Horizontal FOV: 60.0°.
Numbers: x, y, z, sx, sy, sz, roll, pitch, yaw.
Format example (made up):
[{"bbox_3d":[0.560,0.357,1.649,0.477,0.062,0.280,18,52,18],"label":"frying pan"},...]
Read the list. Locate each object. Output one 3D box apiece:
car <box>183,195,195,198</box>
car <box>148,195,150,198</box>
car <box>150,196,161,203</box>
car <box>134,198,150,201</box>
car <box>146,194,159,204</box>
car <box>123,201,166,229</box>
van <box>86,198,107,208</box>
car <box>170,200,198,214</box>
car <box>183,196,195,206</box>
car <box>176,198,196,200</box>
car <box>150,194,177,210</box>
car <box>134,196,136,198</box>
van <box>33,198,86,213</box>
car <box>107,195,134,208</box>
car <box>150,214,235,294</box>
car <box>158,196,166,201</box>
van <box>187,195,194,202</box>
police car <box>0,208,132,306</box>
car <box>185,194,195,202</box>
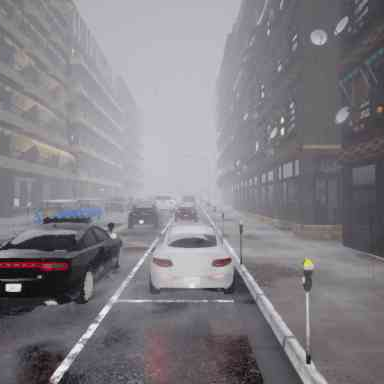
[{"bbox_3d":[-0.427,1.490,37.286,1.967,1.590,4.097,1,0,0],"label":"car"},{"bbox_3d":[-8.319,1.660,53.938,1.947,1.339,4.313,1,0,0],"label":"car"},{"bbox_3d":[-8.321,1.725,76.059,1.887,1.381,4.507,1,0,0],"label":"car"},{"bbox_3d":[-5.835,1.656,39.655,1.895,1.301,4.718,0,0,0],"label":"car"},{"bbox_3d":[-8.315,1.471,70.528,2.192,1.841,5.009,1,0,0],"label":"car"},{"bbox_3d":[-2.953,1.520,21.660,1.837,1.490,4.892,0,-1,-1],"label":"car"},{"bbox_3d":[-8.313,1.368,26.285,1.690,1.788,3.998,1,0,0],"label":"van"},{"bbox_3d":[-0.437,1.572,26.224,1.887,1.381,4.507,1,0,0],"label":"car"},{"bbox_3d":[-0.471,1.553,59.411,1.967,1.590,4.097,1,0,0],"label":"car"},{"bbox_3d":[-0.437,1.582,31.754,1.887,1.381,4.507,1,0,0],"label":"car"},{"bbox_3d":[-2.957,1.273,36.775,2.150,2.045,5.566,0,0,0],"label":"car"},{"bbox_3d":[-8.312,1.379,42.876,2.192,1.841,5.009,1,0,0],"label":"car"},{"bbox_3d":[-8.311,1.359,20.753,1.690,1.788,3.998,2,0,0],"label":"van"},{"bbox_3d":[-8.312,1.365,37.346,2.192,1.841,5.009,1,0,0],"label":"car"},{"bbox_3d":[0.003,1.531,8.653,1.812,1.442,4.674,0,0,0],"label":"car"},{"bbox_3d":[-8.323,1.847,92.652,1.802,1.307,4.206,1,0,0],"label":"car"},{"bbox_3d":[-0.471,1.575,87.068,1.690,1.788,3.998,1,0,0],"label":"van"},{"bbox_3d":[-3.020,1.430,8.238,1.930,1.638,5.238,0,0,0],"label":"police car"},{"bbox_3d":[-0.470,1.521,81.536,2.192,1.841,5.009,1,0,0],"label":"car"}]
